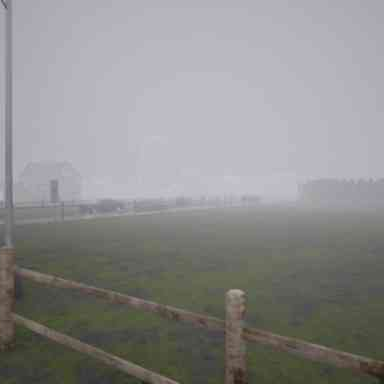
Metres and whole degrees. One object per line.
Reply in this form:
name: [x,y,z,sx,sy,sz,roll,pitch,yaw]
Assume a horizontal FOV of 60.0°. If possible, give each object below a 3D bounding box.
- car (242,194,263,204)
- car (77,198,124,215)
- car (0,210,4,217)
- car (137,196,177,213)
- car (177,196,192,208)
car: [10.245,1.078,56.132,2.097,1.767,4.553,0,0,35]
car: [-9.078,1.364,33.217,1.882,1.535,5.008,0,0,34]
car: [-15.984,1.486,22.862,2.033,1.411,5.357,0,0,32]
car: [-3.929,1.409,35.488,1.994,1.385,4.181,0,0,34]
car: [-1.968,1.322,43.533,2.128,1.511,4.902,0,0,35]
